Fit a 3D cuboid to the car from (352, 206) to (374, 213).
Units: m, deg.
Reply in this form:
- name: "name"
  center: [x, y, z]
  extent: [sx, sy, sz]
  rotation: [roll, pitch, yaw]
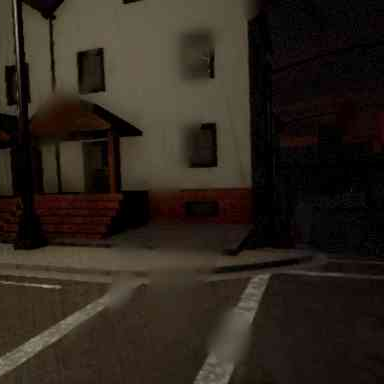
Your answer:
- name: "car"
  center: [40.630, 4.190, 79.463]
  extent: [2.038, 1.542, 4.974]
  rotation: [-5, 4, -42]

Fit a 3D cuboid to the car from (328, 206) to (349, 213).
- name: "car"
  center: [35.342, 4.165, 80.460]
  extent: [4.536, 1.218, 1.853]
  rotation: [-3, 3, -18]

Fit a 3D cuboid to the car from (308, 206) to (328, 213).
- name: "car"
  center: [30.905, 4.244, 81.969]
  extent: [1.853, 1.218, 4.536]
  rotation: [-3, 3, -28]

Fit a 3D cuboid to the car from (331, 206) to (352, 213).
- name: "car"
  center: [35.298, 4.325, 80.452]
  extent: [4.974, 1.542, 2.038]
  rotation: [-3, 3, -18]

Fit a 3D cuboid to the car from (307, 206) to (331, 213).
- name: "car"
  center: [30.934, 4.402, 81.931]
  extent: [2.038, 1.542, 4.974]
  rotation: [-3, 3, -28]

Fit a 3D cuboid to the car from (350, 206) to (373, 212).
- name: "car"
  center: [40.589, 4.032, 79.494]
  extent: [1.853, 1.218, 4.536]
  rotation: [-5, 4, -42]
